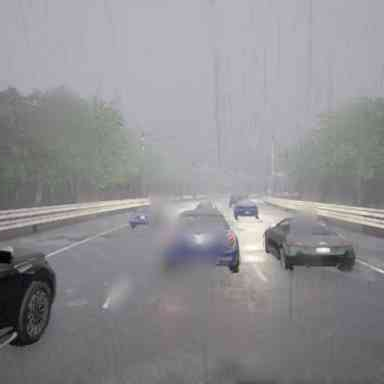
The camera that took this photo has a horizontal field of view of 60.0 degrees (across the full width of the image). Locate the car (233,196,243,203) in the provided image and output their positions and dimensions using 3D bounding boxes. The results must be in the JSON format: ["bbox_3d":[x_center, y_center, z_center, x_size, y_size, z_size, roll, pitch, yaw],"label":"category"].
[{"bbox_3d":[9.330,1.543,67.456,1.895,1.301,4.718,0,0,11],"label":"car"}]

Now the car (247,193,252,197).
[{"bbox_3d":[14.737,1.165,93.115,2.150,2.045,5.566,0,0,14],"label":"car"}]

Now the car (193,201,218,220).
[{"bbox_3d":[1.253,1.552,28.974,1.994,1.385,4.181,0,0,4],"label":"car"}]

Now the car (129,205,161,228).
[{"bbox_3d":[-2.734,1.536,21.896,2.033,1.411,5.357,0,0,3],"label":"car"}]

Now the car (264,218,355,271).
[{"bbox_3d":[3.635,1.540,10.987,1.994,1.385,4.181,0,0,3],"label":"car"}]

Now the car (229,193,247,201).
[{"bbox_3d":[6.753,1.157,50.032,2.150,2.045,5.566,0,0,8],"label":"car"}]

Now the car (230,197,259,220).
[{"bbox_3d":[4.568,1.448,28.588,1.882,1.535,5.008,0,0,5],"label":"car"}]

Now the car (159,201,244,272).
[{"bbox_3d":[0.318,1.349,10.989,2.097,1.767,4.553,0,0,2],"label":"car"}]

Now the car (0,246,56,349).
[{"bbox_3d":[-3.355,1.217,3.205,2.150,2.045,5.566,0,0,1],"label":"car"}]
